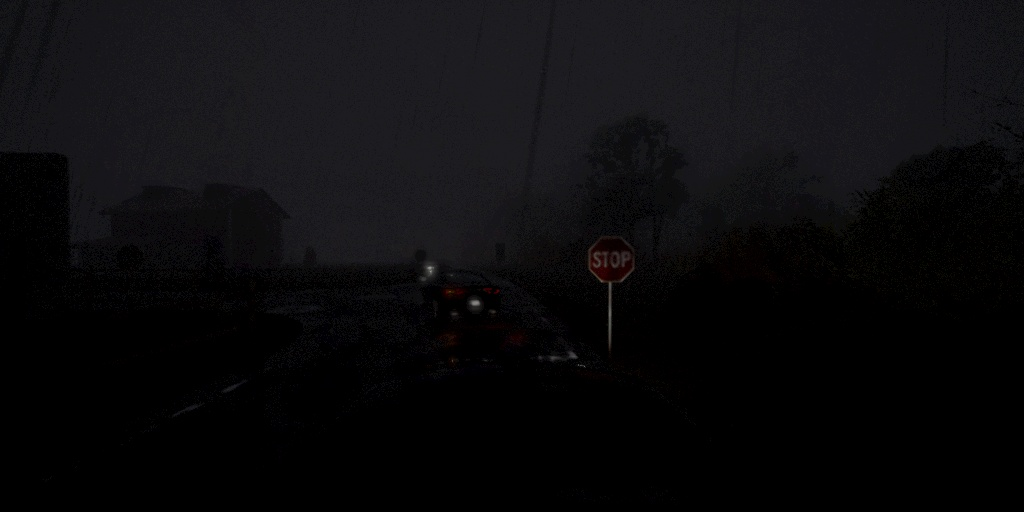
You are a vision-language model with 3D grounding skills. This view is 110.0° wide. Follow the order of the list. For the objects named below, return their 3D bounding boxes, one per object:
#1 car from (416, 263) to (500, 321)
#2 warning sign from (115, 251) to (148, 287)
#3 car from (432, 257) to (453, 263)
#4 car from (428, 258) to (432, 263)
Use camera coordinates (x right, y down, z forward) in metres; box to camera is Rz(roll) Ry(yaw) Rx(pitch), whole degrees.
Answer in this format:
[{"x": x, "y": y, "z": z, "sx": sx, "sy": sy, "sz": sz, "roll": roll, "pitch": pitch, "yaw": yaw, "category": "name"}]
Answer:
[{"x": -2.024, "y": 1.179, "z": 12.518, "sx": 1.882, "sy": 1.535, "sz": 5.008, "roll": 1, "pitch": 0, "yaw": -23, "category": "car"}, {"x": -21.601, "y": 0.806, "z": 20.286, "sx": 1.060, "sy": 1.860, "sz": 1.300, "roll": 0, "pitch": 0, "yaw": 0, "category": "warning sign"}, {"x": -8.004, "y": 1.041, "z": 41.867, "sx": 1.882, "sy": 1.535, "sz": 5.008, "roll": 0, "pitch": 0, "yaw": -13, "category": "car"}, {"x": -12.759, "y": 0.989, "z": 58.783, "sx": 1.837, "sy": 1.490, "sz": 4.892, "roll": 0, "pitch": 0, "yaw": -18, "category": "car"}]
